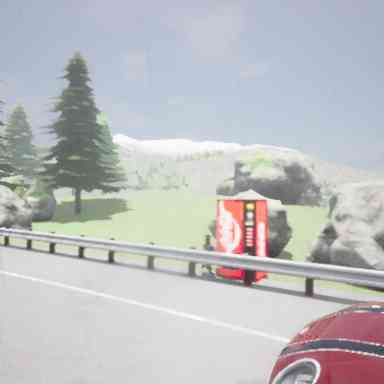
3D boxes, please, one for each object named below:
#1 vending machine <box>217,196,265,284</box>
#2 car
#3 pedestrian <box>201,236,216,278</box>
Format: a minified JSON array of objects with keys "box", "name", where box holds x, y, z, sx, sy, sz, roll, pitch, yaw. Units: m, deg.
[{"box":[1.312,1.172,8.778,0.880,2.100,1.100,0,0,33],"name":"vending machine"},{"box":[2.703,1.348,1.897,4.553,1.767,2.097,0,0,36],"name":"car"},{"box":[0.416,1.270,8.757,0.375,1.860,0.375,0,0,33],"name":"pedestrian"}]
